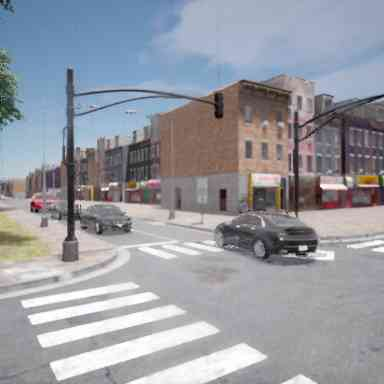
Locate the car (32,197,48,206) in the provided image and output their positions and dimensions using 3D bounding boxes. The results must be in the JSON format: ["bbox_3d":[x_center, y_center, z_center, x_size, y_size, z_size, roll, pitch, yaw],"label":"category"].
[{"bbox_3d":[-26.165,1.584,57.160,1.895,1.301,4.718,0,0,-33],"label":"car"}]

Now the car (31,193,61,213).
[{"bbox_3d":[-16.434,1.178,36.893,2.150,2.045,5.566,0,0,-33],"label":"car"}]

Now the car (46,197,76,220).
[{"bbox_3d":[-10.586,1.480,27.918,1.837,1.490,4.892,0,0,-33],"label":"car"}]

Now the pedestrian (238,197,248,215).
[{"bbox_3d":[2.760,1.159,18.189,0.375,1.860,0.375,0,-1,-33],"label":"pedestrian"}]

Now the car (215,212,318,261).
[{"bbox_3d":[2.518,1.501,12.475,1.837,1.490,4.892,2,-1,-22],"label":"car"}]

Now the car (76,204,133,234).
[{"bbox_3d":[-5.093,1.516,19.499,1.837,1.490,4.892,0,0,-33],"label":"car"}]

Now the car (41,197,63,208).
[{"bbox_3d":[-20.434,1.446,48.392,2.128,1.511,4.902,0,0,-33],"label":"car"}]
